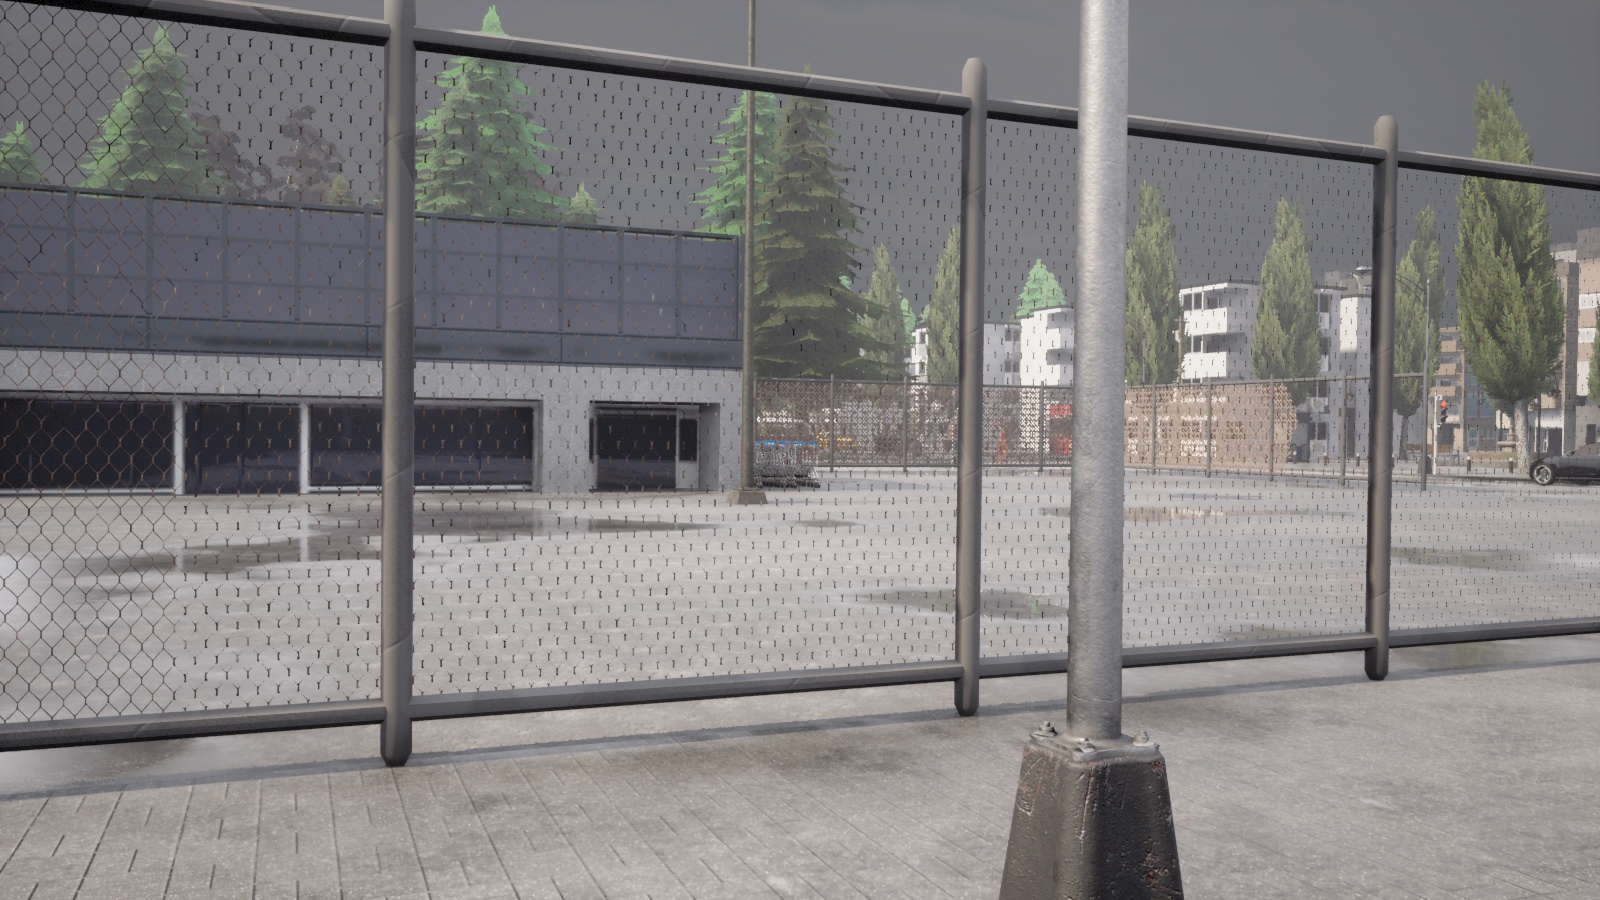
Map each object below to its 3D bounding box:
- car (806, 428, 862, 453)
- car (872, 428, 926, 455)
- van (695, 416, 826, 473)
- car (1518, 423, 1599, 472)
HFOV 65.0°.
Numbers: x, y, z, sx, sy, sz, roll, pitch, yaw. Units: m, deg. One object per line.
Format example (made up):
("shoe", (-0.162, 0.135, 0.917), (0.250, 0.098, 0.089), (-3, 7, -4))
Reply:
("car", (2.260, -0.666, 84.730), (1.801, 1.575, 5.366), (-1, 1, -22))
("car", (5.938, -0.520, 75.749), (1.789, 1.549, 3.705), (-1, 1, -21))
("van", (-1.504, -0.237, 47.818), (4.480, 2.038, 2.069), (-1, 1, -23))
("car", (25.242, -0.109, 39.003), (2.163, 1.488, 4.792), (-1, 1, -22))
